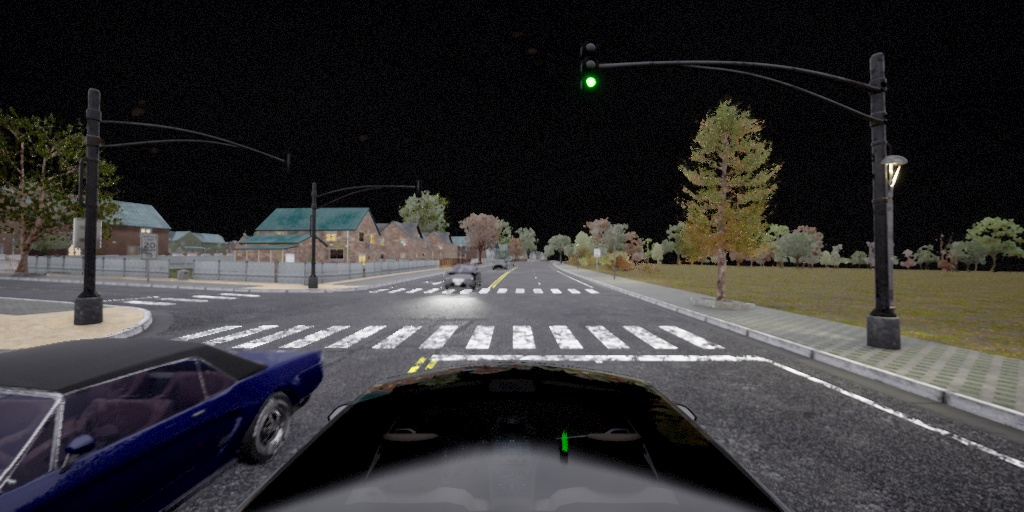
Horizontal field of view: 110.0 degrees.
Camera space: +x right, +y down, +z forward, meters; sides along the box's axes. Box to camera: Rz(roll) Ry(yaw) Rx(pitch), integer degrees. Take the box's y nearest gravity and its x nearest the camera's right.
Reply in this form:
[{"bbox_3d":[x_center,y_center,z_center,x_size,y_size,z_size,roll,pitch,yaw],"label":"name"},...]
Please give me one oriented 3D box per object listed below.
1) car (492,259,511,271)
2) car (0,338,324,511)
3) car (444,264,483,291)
[{"bbox_3d":[-1.742,1.201,52.266,2.097,1.767,4.553,0,0,3],"label":"car"},{"bbox_3d":[-3.246,1.351,2.174,1.895,1.301,4.718,0,0,0],"label":"car"},{"bbox_3d":[-2.964,1.282,22.522,2.128,1.511,4.902,0,0,1],"label":"car"}]
